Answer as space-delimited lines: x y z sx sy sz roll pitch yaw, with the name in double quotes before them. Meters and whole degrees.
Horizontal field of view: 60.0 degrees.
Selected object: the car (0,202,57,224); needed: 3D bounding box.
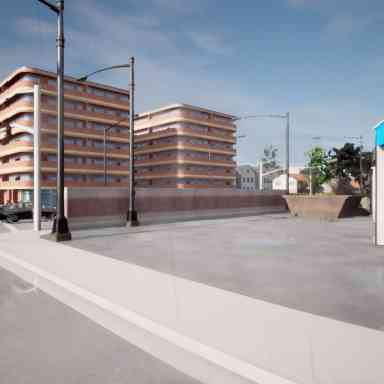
"car" -12.088 1.492 24.779 4.902 1.511 2.128 0 0 -43
